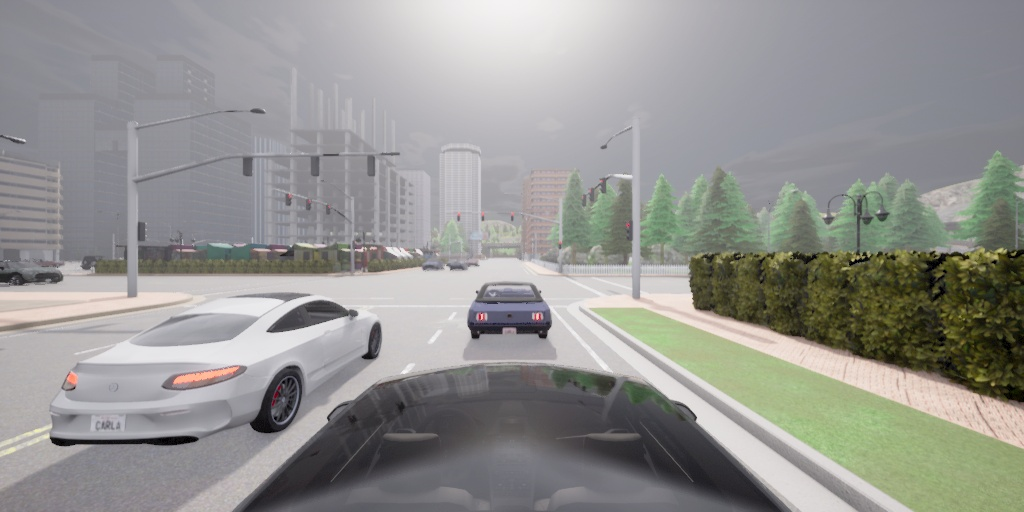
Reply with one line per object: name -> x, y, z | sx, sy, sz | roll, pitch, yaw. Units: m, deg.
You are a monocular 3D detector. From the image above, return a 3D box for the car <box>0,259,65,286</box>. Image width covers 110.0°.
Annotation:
car -> -33.929, 1.085, 24.585 | 4.553, 1.767, 2.097 | 0, 0, 2

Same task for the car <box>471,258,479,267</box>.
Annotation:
car -> -7.015, 1.183, 64.162 | 1.882, 1.535, 5.008 | 0, 0, 1

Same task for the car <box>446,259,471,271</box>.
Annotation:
car -> -7.078, 1.318, 47.685 | 1.895, 1.301, 4.718 | 0, 0, 0

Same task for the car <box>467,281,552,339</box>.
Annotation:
car -> -0.092, 1.345, 9.997 | 1.895, 1.301, 4.718 | 0, 0, -1

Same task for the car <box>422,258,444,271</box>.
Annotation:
car -> -10.574, 1.069, 48.186 | 2.097, 1.767, 4.553 | 0, 0, 0

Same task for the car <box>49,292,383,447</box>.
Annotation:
car -> -3.506, 1.273, 5.389 | 1.812, 1.442, 4.674 | 0, 0, -1
